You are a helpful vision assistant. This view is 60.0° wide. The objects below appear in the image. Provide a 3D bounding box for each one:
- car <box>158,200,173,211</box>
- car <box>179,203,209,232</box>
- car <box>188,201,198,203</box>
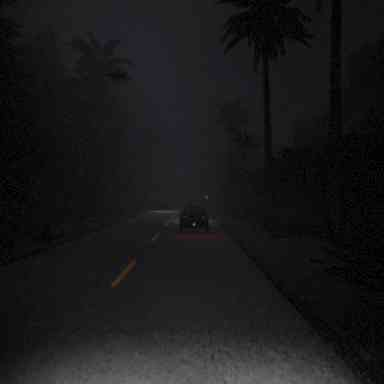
[{"bbox_3d":[-3.981,2.044,51.086,1.837,1.490,4.892,0,-1,1],"label":"car"},{"bbox_3d":[0.131,1.726,22.070,2.128,1.511,4.902,0,0,0],"label":"car"},{"bbox_3d":[0.173,2.009,49.023,2.128,1.511,4.902,0,-1,0],"label":"car"}]
